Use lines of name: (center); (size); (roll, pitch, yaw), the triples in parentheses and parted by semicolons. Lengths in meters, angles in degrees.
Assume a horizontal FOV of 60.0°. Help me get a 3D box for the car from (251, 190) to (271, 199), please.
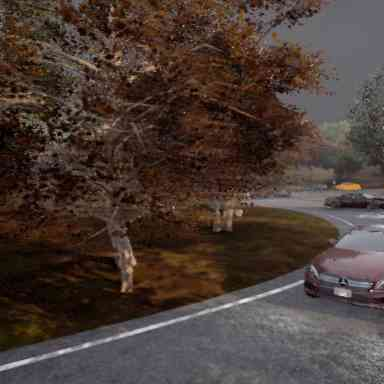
car: (10.304, 0.086, 49.692); (2.097, 1.767, 4.553); (-2, 2, 24)

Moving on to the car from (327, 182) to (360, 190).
car: (27.613, -0.935, 59.852); (5.008, 1.535, 1.882); (-2, 2, -7)

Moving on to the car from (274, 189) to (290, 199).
car: (12.983, 0.239, 47.737); (1.994, 1.385, 4.181); (-2, 2, 20)

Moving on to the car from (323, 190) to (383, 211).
car: (13.894, 0.792, 27.959); (2.033, 1.411, 5.357); (-4, 2, -41)

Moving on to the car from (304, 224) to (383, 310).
car: (4.321, 1.519, 7.661); (1.812, 1.442, 4.674); (0, 1, 44)

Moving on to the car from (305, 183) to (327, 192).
car: (23.492, -0.832, 62.271); (4.902, 1.511, 2.128); (-3, 2, -17)
